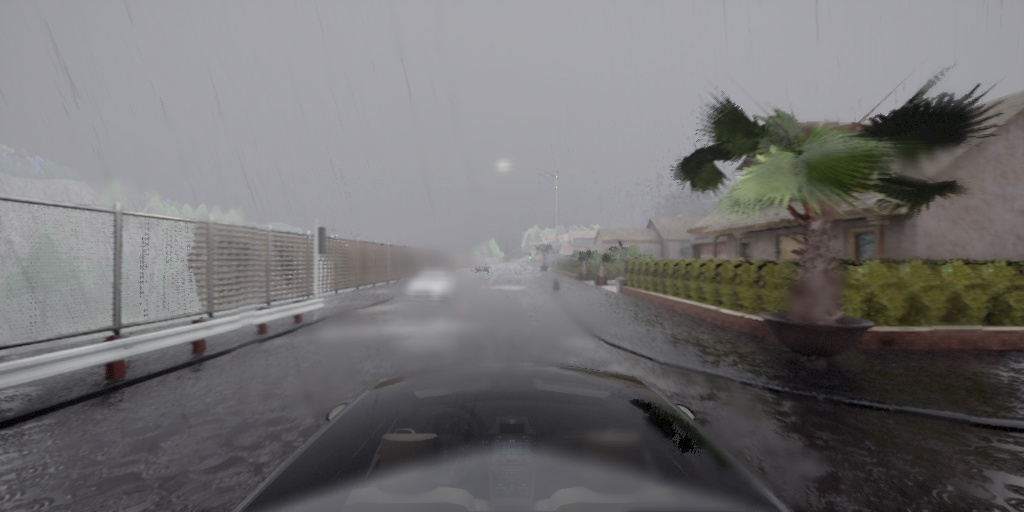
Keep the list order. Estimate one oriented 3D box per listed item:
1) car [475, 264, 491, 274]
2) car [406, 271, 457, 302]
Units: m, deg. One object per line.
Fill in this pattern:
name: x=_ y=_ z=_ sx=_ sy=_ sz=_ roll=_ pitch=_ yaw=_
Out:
car: x=-4.004 y=1.708 z=50.042 sx=1.895 sy=1.301 sz=4.718 roll=0 pitch=-1 yaw=0
car: x=-3.989 y=1.514 z=18.401 sx=1.812 sy=1.442 sz=4.674 roll=0 pitch=0 yaw=0
